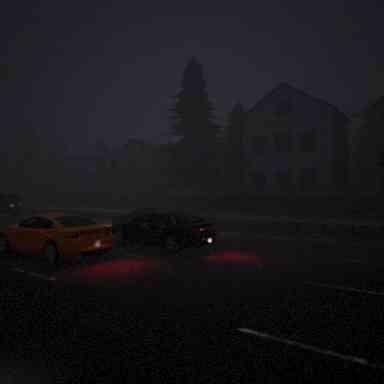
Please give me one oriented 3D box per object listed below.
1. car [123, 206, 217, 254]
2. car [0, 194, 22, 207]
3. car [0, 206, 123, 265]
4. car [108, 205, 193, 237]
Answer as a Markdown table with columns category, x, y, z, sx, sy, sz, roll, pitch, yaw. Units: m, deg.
| category | x | y | z | sx | sy | sz | roll | pitch | yaw |
| --- | --- | --- | --- | --- | --- | --- | --- | --- | --- |
| car | -1.319 | 1.504 | 13.528 | 4.892 | 1.490 | 1.837 | 0 | 0 | 36 |
| car | -17.090 | 1.217 | 29.079 | 5.566 | 2.045 | 2.150 | 0 | 0 | 36 |
| car | -4.964 | 1.476 | 11.830 | 5.008 | 1.535 | 1.882 | 0 | 0 | 36 |
| car | -2.388 | 1.524 | 18.576 | 4.674 | 1.442 | 1.812 | 0 | 0 | 35 |
